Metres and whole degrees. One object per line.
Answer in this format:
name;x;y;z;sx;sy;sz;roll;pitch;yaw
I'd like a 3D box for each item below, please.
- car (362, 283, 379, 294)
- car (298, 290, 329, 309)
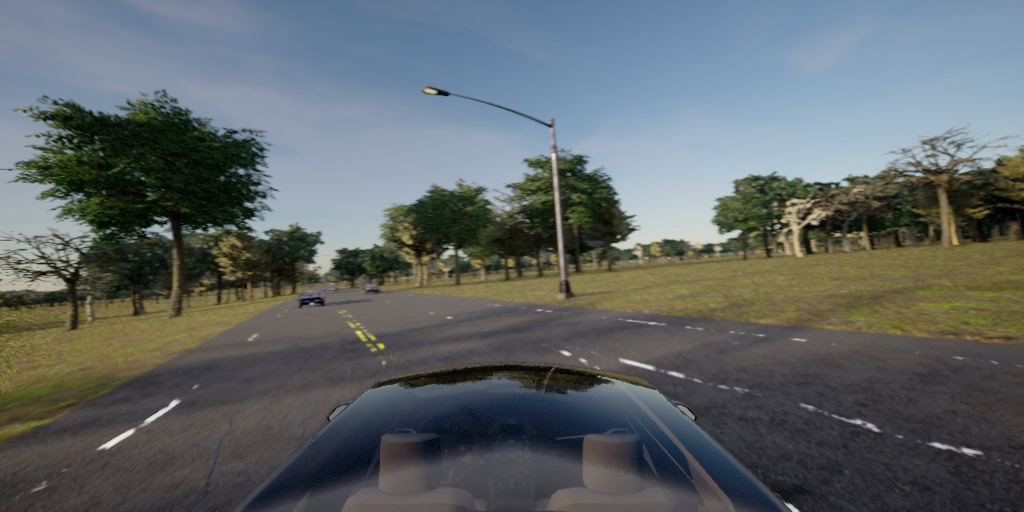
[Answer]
car;-19.954;4.560;50.529;2.033;1.411;5.357;-3;-3;-29
car;-16.498;3.521;29.585;1.895;1.301;4.718;-3;-3;-29
